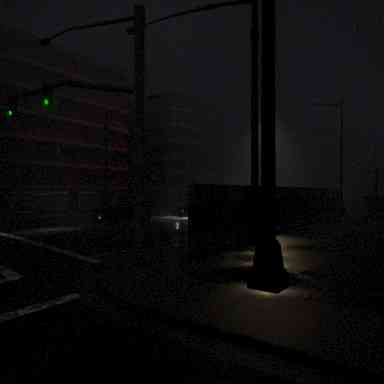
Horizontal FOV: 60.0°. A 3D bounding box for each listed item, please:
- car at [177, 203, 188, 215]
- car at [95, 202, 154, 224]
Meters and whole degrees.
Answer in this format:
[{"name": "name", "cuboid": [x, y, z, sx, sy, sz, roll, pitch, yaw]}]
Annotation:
[{"name": "car", "cuboid": [0.527, 1.505, 32.516, 1.837, 1.490, 4.892, 0, 0, 35]}, {"name": "car", "cuboid": [-4.911, 1.491, 24.772, 2.128, 1.511, 4.902, 0, 0, 35]}]
